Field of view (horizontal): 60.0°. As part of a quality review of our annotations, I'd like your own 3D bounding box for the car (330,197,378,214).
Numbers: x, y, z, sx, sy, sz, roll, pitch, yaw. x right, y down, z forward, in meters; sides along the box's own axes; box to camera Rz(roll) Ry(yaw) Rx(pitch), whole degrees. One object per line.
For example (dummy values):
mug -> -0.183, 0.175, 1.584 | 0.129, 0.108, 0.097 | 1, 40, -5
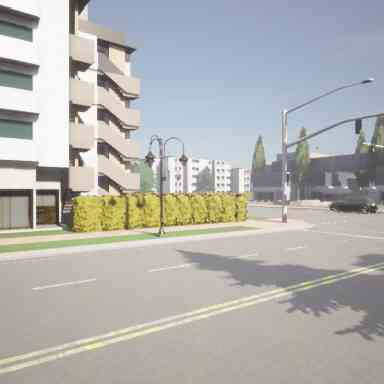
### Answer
car -> 17.080, 1.352, 35.367 | 2.097, 1.767, 4.553 | 0, 0, -38
